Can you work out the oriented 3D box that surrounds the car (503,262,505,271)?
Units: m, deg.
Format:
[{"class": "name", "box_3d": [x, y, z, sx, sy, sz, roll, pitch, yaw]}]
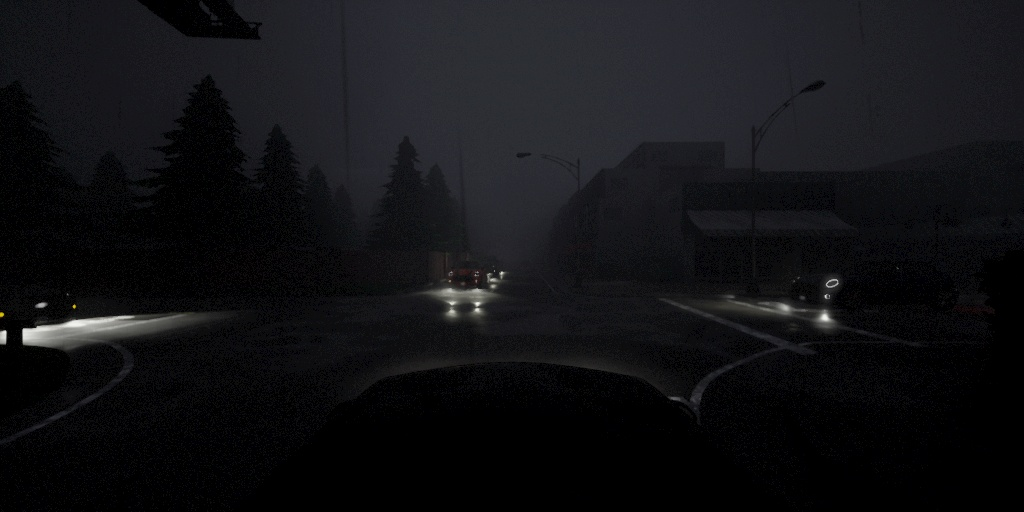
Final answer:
[{"class": "car", "box_3d": [-2.023, 1.206, 46.981, 1.882, 1.535, 5.008, 0, 0, 3]}]

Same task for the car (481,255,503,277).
[{"class": "car", "box_3d": [-2.448, 0.956, 35.678, 2.150, 2.045, 5.566, 0, 0, 2]}]

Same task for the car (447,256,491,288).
[{"class": "car", "box_3d": [-2.863, 1.091, 23.754, 2.097, 1.767, 4.553, 0, 0, 2]}]

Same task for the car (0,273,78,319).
[{"class": "car", "box_3d": [-14.528, 1.133, 9.610, 4.181, 1.385, 1.994, 0, 0, 2]}]

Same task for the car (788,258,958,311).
[{"class": "car", "box_3d": [12.650, 0.921, 12.807, 4.553, 1.767, 2.097, 0, 0, 1]}]
